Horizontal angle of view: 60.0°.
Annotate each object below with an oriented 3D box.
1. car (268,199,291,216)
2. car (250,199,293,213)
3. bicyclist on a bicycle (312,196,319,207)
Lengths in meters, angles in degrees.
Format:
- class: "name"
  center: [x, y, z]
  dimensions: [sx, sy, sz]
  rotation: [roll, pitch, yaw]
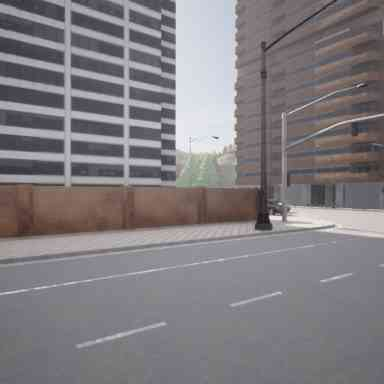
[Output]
- class: "car"
  center: [7.416, 1.513, 33.386]
  dimensions: [1.837, 1.490, 4.892]
  rotation: [0, 0, -36]
- class: "car"
  center: [8.873, 1.535, 37.379]
  dimensions: [1.812, 1.442, 4.674]
  rotation: [0, 0, -36]
- class: "bicyclist on a bicycle"
  center: [17.205, 1.314, 46.273]
  dimensions: [1.656, 1.620, 0.582]
  rotation: [0, 0, -36]
